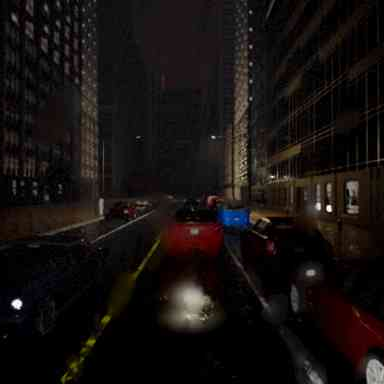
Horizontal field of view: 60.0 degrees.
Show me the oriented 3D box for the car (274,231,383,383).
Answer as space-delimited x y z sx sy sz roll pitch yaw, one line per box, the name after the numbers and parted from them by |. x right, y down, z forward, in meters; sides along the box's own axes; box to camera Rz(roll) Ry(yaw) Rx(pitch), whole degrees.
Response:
2.686 1.552 4.570 1.887 1.381 4.507 0 0 0 | car

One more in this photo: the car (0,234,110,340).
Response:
-3.121 1.612 6.681 1.895 1.301 4.718 0 0 0 | car

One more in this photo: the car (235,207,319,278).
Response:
2.668 1.456 10.211 1.967 1.590 4.097 0 0 0 | car

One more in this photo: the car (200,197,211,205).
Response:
2.498 1.667 60.984 1.802 1.307 4.206 1 0 0 | car

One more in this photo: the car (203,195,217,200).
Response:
2.594 1.364 32.777 2.192 1.841 5.009 1 0 0 | car

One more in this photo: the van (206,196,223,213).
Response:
2.576 1.398 38.419 1.690 1.788 3.998 1 0 0 | van

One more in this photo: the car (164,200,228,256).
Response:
0.044 1.373 13.421 2.097 1.767 4.553 0 0 -1 | car

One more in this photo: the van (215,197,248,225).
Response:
2.631 1.375 21.494 1.690 1.788 3.998 1 0 0 | van

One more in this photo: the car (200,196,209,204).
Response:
2.480 1.617 66.795 1.752 1.417 4.829 1 0 0 | car

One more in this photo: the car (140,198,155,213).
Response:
-5.807 1.608 38.365 2.008 1.369 4.403 1 0 0 | car

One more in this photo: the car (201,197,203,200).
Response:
2.539 1.386 49.701 2.192 1.841 5.009 1 0 0 | car

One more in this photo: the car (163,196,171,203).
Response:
-5.901 1.643 66.578 2.008 1.369 4.403 1 0 0 | car

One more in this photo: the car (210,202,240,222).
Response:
2.611 1.592 27.135 2.008 1.369 4.403 1 0 0 | car

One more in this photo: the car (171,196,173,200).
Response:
-5.975 1.660 89.149 1.887 1.381 4.507 1 0 0 | car

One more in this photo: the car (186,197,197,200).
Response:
-0.048 1.569 45.653 1.837 1.490 4.892 0 -1 0 | car

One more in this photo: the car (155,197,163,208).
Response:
-5.845 1.623 49.650 2.008 1.369 4.403 1 0 0 | car

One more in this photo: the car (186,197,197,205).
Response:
-0.108 1.636 63.720 2.033 1.411 5.357 0 0 0 | car

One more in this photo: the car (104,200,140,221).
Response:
-5.768 1.483 27.079 1.967 1.590 4.097 1 0 0 | car
